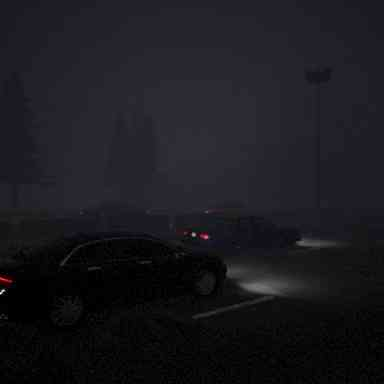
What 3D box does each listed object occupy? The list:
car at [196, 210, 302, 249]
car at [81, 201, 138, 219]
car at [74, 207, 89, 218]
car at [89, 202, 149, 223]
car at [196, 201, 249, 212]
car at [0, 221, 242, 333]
[{"bbox_3d":[2.159,1.647,13.725,5.357,1.411,2.033,0,0,-33],"label":"car"},{"bbox_3d":[-7.990,1.686,32.325,4.902,1.511,2.128,0,-1,-33],"label":"car"},{"bbox_3d":[-7.595,1.695,28.398,4.674,1.442,1.812,0,0,-33],"label":"car"},{"bbox_3d":[-5.357,1.722,25.691,4.181,1.385,1.994,0,0,-33],"label":"car"},{"bbox_3d":[2.414,1.539,26.430,4.553,1.767,2.097,0,0,-31],"label":"car"},{"bbox_3d":[-1.427,1.548,6.933,4.892,1.490,1.837,0,-1,-36],"label":"car"}]
